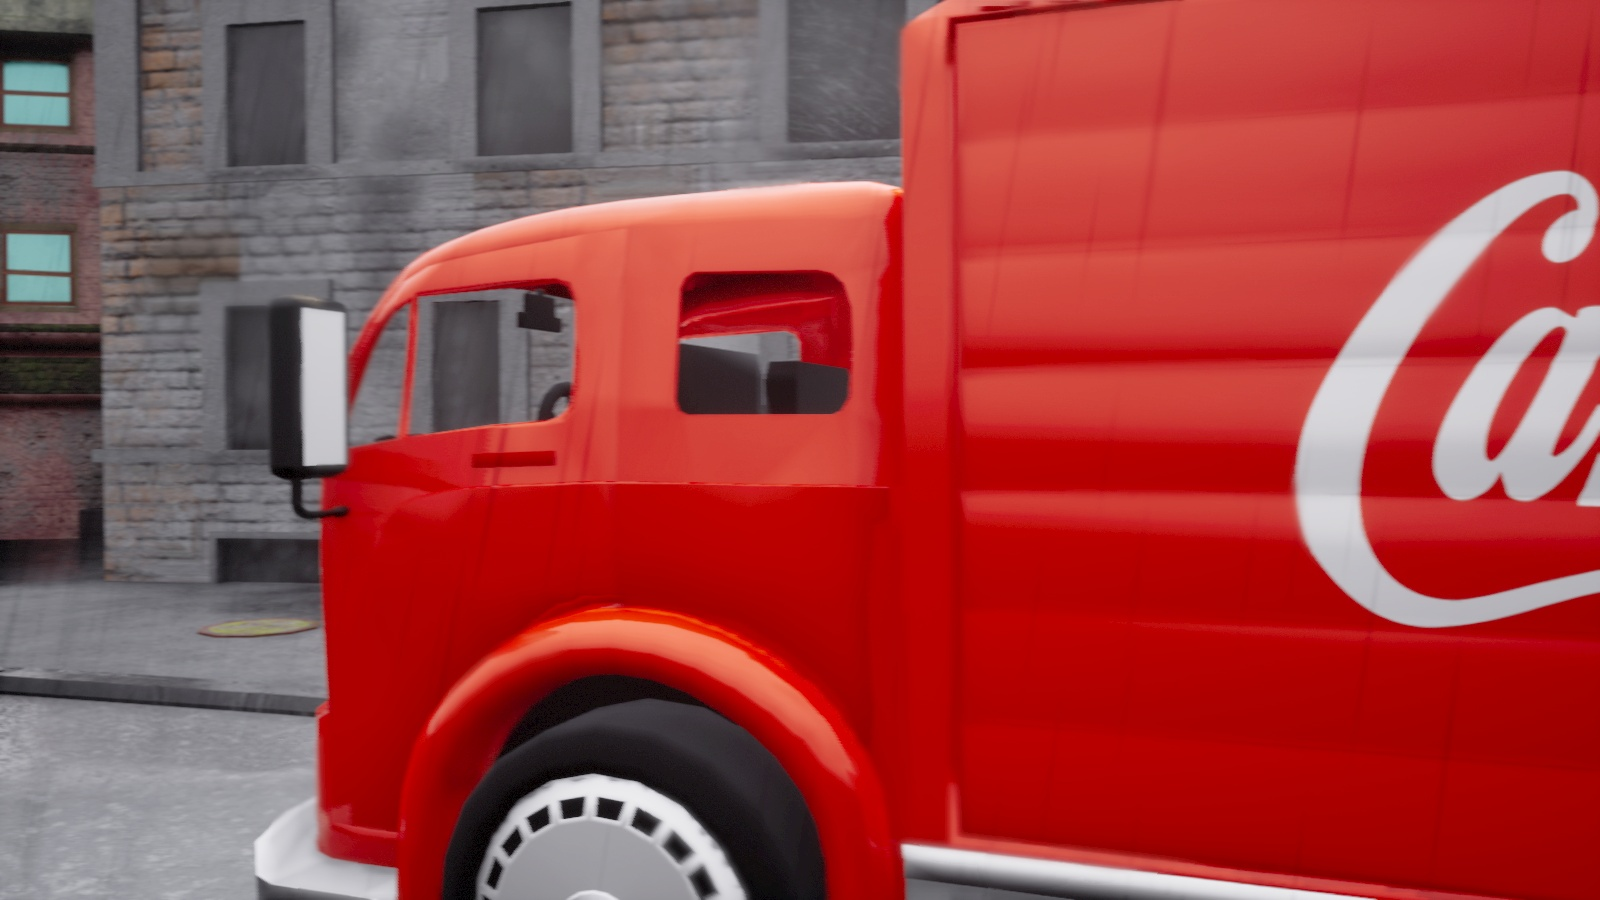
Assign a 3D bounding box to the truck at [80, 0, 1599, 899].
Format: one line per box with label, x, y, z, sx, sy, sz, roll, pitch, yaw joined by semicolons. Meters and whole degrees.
truck;1.219;0.291;3.302;5.204;2.467;2.627;1;1;19
